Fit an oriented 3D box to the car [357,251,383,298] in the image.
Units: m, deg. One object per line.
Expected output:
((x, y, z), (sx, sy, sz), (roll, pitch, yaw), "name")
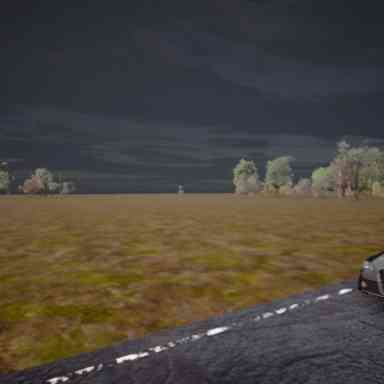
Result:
((5.537, 1.574, 7.393), (4.181, 1.385, 1.994), (0, 0, -36), "car")
